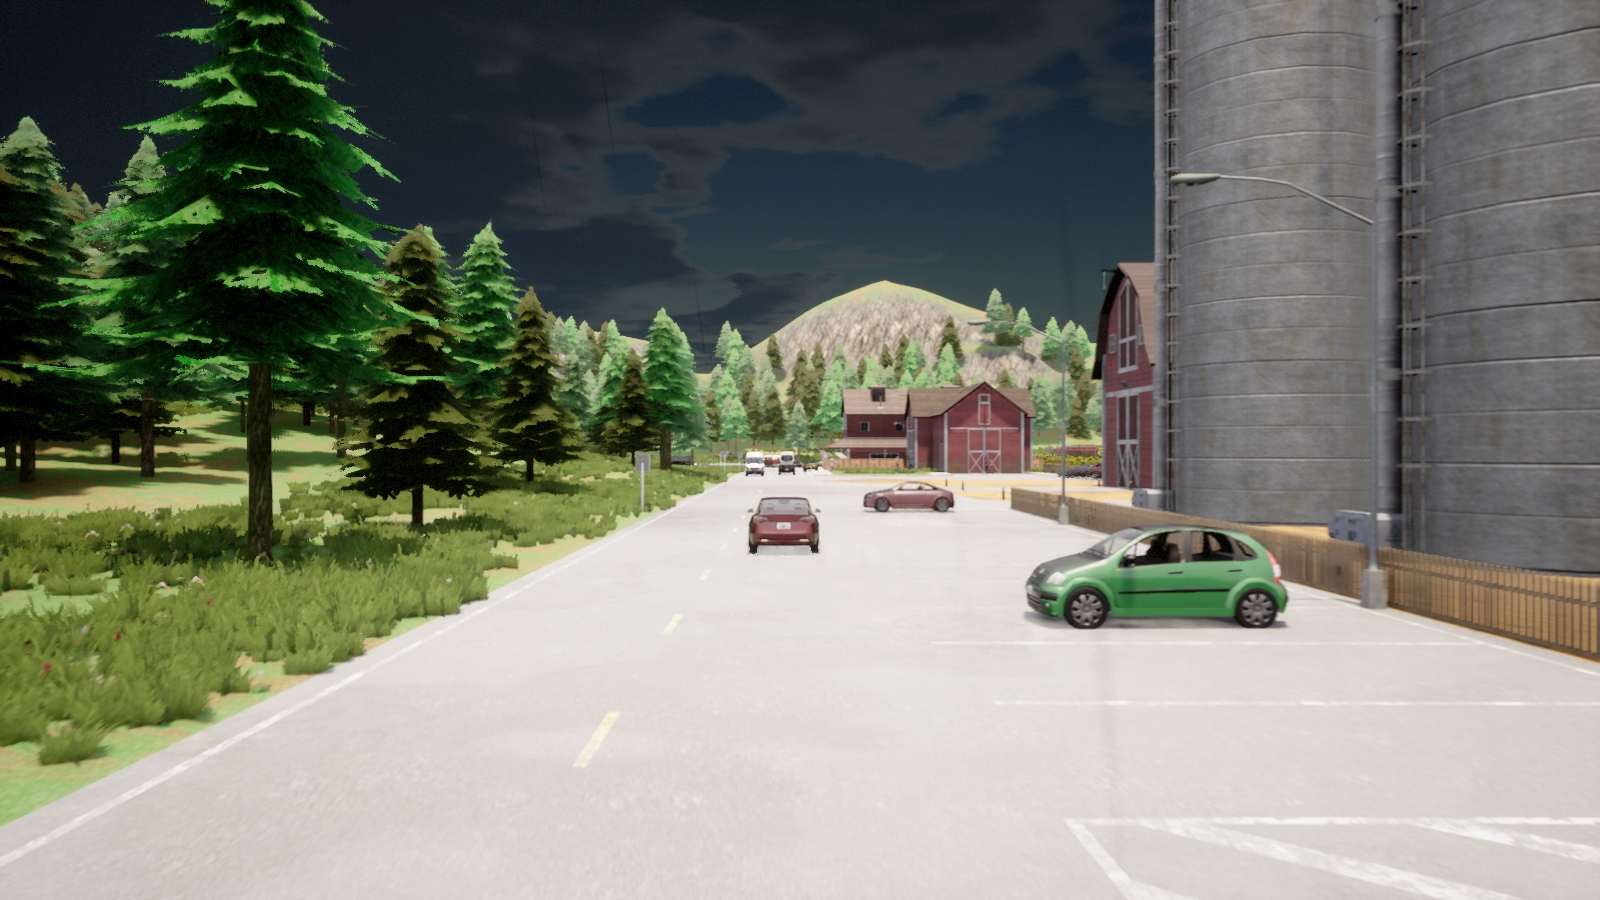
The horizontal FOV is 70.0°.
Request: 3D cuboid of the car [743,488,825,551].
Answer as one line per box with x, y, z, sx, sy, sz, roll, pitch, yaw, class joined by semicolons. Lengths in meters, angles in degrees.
-0.452;1.920;32.648;2.163;1.488;4.792;0;0;-1;car
